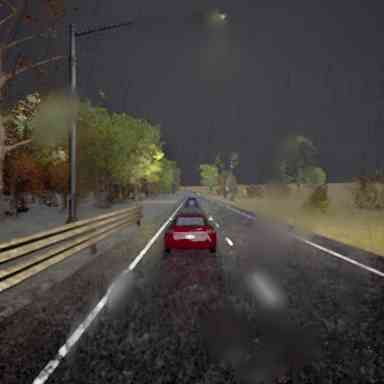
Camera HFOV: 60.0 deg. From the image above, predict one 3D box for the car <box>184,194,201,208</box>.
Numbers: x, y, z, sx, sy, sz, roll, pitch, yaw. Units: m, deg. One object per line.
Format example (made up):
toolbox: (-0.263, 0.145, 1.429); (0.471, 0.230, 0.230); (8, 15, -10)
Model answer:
car: (-0.057, 1.486, 48.547); (1.812, 1.442, 4.674); (0, 0, 0)

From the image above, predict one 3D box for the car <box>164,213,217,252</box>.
car: (-0.061, 1.558, 13.811); (1.994, 1.385, 4.181); (0, 0, 0)

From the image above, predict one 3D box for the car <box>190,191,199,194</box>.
car: (-0.050, 1.266, 79.915); (2.097, 1.767, 4.553); (0, 0, 0)
